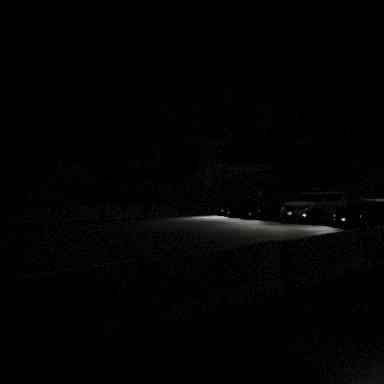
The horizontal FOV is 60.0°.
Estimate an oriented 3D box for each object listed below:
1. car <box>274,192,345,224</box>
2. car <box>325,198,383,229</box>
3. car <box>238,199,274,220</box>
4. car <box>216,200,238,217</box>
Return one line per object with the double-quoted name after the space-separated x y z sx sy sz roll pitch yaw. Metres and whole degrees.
8.534 1.003 22.969 5.566 2.045 2.150 0 0 -35 "car"
10.442 1.287 20.030 4.892 1.490 1.837 0 0 -35 "car"
6.092 1.310 25.525 4.674 1.442 1.812 -1 0 -35 "car"
4.112 1.348 28.410 4.181 1.385 1.994 -1 0 -35 "car"
